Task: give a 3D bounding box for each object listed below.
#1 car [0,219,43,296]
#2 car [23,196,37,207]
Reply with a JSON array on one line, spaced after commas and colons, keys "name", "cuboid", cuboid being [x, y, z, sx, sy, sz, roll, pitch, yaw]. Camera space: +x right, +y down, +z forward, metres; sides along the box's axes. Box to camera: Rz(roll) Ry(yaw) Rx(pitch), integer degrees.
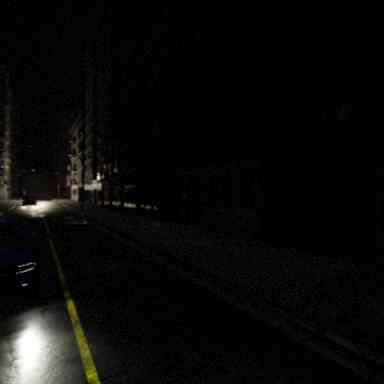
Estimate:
[{"name": "car", "cuboid": [-4.969, 1.495, 8.557, 1.882, 1.535, 5.008, 0, 0, -25]}, {"name": "car", "cuboid": [-26.172, 1.413, 53.790, 2.097, 1.767, 4.553, 0, 0, -25]}]
